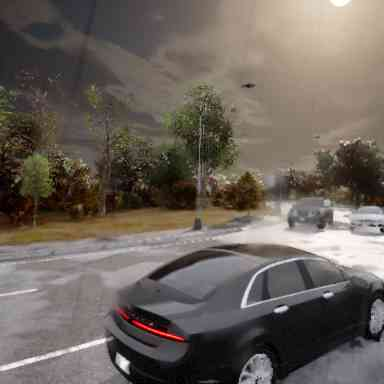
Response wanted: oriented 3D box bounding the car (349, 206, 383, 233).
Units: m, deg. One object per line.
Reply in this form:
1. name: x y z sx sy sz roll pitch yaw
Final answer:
1. car: 11.404 1.617 21.365 1.812 1.442 4.674 1 0 33

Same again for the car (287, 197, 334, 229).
1. car: 8.413 1.361 23.184 2.150 2.045 5.566 1 0 33

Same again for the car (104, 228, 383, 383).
1. car: 1.176 1.543 4.953 4.892 1.490 1.837 1 0 -39
